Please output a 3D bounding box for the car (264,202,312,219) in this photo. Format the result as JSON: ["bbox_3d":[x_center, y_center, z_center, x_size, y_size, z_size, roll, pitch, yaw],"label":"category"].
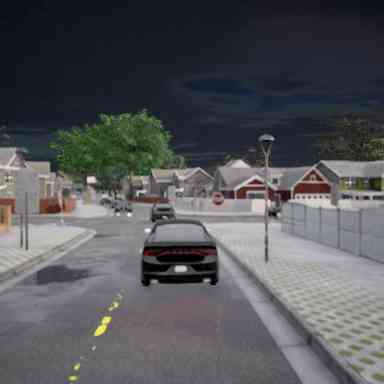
[{"bbox_3d":[9.416,1.738,32.213,5.008,1.535,1.882,1,1,-16],"label":"car"}]

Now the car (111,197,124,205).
[{"bbox_3d":[-15.558,1.828,69.129,1.882,1.535,5.008,0,0,-22],"label":"car"}]

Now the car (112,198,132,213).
[{"bbox_3d":[-8.427,1.783,40.559,1.994,1.385,4.181,0,0,-14],"label":"car"}]

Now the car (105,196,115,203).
[{"bbox_3d":[-19.456,1.774,78.753,1.812,1.442,4.674,0,0,-21],"label":"car"}]

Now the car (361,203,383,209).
[{"bbox_3d":[19.795,1.898,35.472,4.674,1.442,1.812,1,1,-19],"label":"car"}]

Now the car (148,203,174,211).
[{"bbox_3d":[-2.508,1.638,27.367,1.837,1.490,4.892,0,0,-10],"label":"car"}]

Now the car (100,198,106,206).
[{"bbox_3d":[-16.900,1.908,65.266,2.033,1.411,5.357,0,0,-23],"label":"car"}]

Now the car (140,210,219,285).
[{"bbox_3d":[-0.386,1.522,9.711,1.882,1.535,5.008,0,0,-3],"label":"car"}]

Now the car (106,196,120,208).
[{"bbox_3d":[-11.548,1.826,51.031,2.033,1.411,5.357,0,0,-19],"label":"car"}]
